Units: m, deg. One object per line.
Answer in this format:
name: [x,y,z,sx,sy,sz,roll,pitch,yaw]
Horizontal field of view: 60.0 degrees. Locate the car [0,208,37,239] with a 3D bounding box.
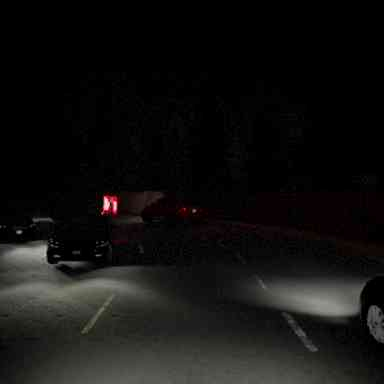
car: [-9.552,1.602,17.177,2.128,1.511,4.902,1,-1,-41]

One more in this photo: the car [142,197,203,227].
car: [-1.565,1.380,24.631,2.150,2.045,5.566,1,-1,-39]

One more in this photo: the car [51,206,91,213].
car: [-9.171,1.771,26.487,4.718,1.301,1.895,0,-1,33]

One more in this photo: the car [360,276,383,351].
car: [3.596,1.528,3.380,1.837,1.490,4.892,0,0,0]

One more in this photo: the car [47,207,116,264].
car: [-3.866,1.558,12.409,1.882,1.535,5.008,1,-1,-10]
